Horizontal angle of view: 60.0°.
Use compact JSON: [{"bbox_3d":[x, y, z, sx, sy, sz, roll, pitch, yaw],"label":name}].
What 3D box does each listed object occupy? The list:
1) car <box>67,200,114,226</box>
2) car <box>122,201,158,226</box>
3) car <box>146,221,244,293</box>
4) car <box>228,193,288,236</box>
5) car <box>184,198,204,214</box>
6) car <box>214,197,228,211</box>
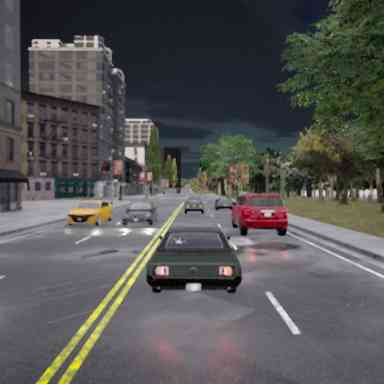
[{"bbox_3d":[-6.534,1.292,21.838,1.882,1.535,5.008,0,1,0],"label":"car"},{"bbox_3d":[-3.284,1.340,21.804,1.812,1.442,4.674,0,0,0],"label":"car"},{"bbox_3d":[0.068,1.528,8.618,1.895,1.301,4.718,0,0,1],"label":"car"},{"bbox_3d":[3.394,1.074,17.511,2.150,2.045,5.566,0,1,0],"label":"car"},{"bbox_3d":[0.196,1.276,31.670,2.033,1.411,5.357,0,1,0],"label":"car"},{"bbox_3d":[3.454,1.252,36.172,1.994,1.385,4.181,0,1,0],"label":"car"}]
